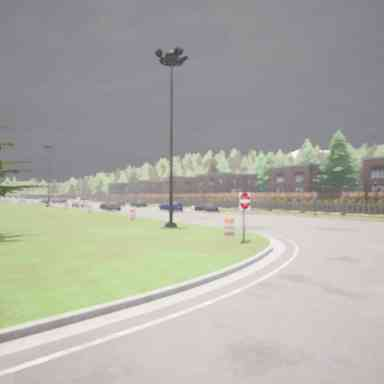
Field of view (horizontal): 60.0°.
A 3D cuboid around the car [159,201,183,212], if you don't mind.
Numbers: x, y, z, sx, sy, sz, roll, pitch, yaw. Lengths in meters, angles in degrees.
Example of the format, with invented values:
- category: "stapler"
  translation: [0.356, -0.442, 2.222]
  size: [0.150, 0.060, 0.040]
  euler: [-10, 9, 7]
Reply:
- category: "car"
  translation: [-3.157, 2.091, 49.042]
  size: [1.882, 1.535, 5.008]
  euler: [1, -1, -33]

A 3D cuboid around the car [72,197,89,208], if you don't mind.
- category: "car"
  translation: [-21.883, 1.988, 65.353]
  size: [2.150, 2.045, 5.566]
  euler: [1, -1, -33]

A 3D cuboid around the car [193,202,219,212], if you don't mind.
- category: "car"
  translation: [1.965, 2.172, 47.526]
  size: [1.994, 1.385, 4.181]
  euler: [1, -1, -33]

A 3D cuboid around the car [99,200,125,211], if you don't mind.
- category: "car"
  translation: [-12.548, 2.155, 50.748]
  size: [2.033, 1.411, 5.357]
  euler: [1, -1, -33]

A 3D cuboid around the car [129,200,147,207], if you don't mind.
- category: "car"
  translation: [-11.012, 2.376, 67.836]
  size: [2.033, 1.411, 5.357]
  euler: [1, -1, -33]
